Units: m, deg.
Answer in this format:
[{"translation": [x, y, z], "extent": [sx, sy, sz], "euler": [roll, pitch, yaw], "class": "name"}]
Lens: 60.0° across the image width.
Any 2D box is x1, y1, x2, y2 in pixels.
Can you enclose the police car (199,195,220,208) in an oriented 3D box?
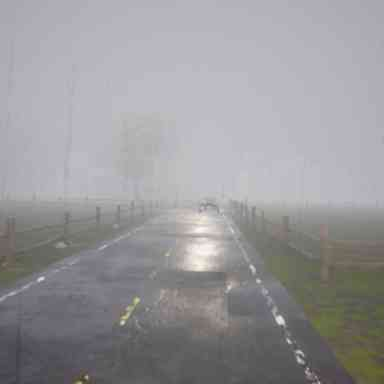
[{"translation": [1.559, 1.089, 29.892], "extent": [2.038, 1.542, 4.974], "euler": [0, 0, 3], "class": "police car"}]
